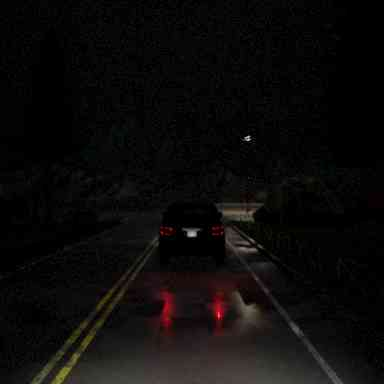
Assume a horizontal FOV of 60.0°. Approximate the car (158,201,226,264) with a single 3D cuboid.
[{"bbox_3d":[0.009,1.357,12.572,2.150,2.045,5.566,0,0,0],"label":"car"}]
